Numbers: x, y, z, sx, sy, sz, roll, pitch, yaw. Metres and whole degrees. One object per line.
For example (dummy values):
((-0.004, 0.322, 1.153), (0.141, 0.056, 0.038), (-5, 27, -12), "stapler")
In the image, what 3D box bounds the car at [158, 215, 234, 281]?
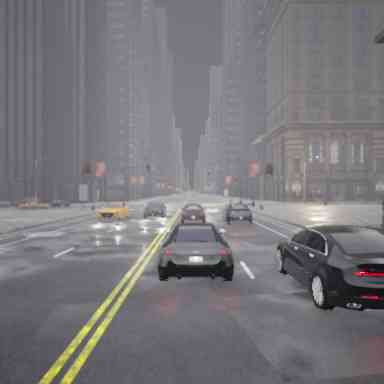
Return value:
((0.099, 1.609, 10.056), (1.994, 1.385, 4.181), (0, 0, 0), "car")

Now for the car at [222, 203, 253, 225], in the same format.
((3.348, 1.596, 25.116), (2.128, 1.511, 4.902), (0, 0, 0), "car")

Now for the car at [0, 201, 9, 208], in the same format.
((-34.161, 2.241, 59.265), (4.206, 1.307, 1.802), (-1, 1, 0), "car")

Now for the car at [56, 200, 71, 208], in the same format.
((-23.988, 2.066, 59.232), (4.507, 1.381, 1.887), (-1, 1, 0), "car")

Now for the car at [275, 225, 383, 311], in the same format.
((3.349, 1.542, 7.850), (1.837, 1.490, 4.892), (0, 0, 0), "car")

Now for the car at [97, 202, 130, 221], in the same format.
((-6.595, 1.595, 28.391), (1.882, 1.535, 5.008), (0, 0, 0), "car")

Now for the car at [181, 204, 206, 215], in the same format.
((0.098, 1.634, 26.068), (1.812, 1.442, 4.674), (0, 0, 0), "car")

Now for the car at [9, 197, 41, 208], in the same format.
((-29.078, 1.905, 59.245), (5.009, 1.841, 2.192), (-1, 1, 0), "car")

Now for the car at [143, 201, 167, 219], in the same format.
((-3.338, 1.633, 30.718), (1.837, 1.490, 4.892), (0, -1, 0), "car")

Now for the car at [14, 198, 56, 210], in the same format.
((-23.847, 2.046, 50.704), (4.829, 1.417, 1.752), (-1, 1, 0), "car")
